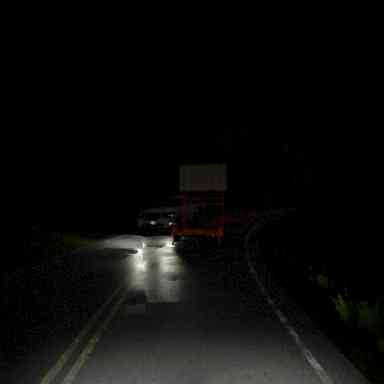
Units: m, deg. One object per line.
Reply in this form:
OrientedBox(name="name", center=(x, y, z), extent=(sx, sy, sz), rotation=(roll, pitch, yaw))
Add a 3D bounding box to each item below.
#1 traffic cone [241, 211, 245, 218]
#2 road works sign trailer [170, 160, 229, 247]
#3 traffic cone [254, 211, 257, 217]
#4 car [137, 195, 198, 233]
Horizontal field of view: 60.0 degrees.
OrientedBox(name="traffic cone", center=(4.235, 1.824, 27.630), extent=(0.340, 0.580, 0.340), rotation=(-3, 0, 18))
OrientedBox(name="road works sign trailer", center=(0.555, 0.415, 15.072), extent=(2.380, 3.560, 2.880), rotation=(-1, 0, 19))
OrientedBox(name="traffic cone", center=(5.182, 1.781, 27.323), extent=(0.340, 0.580, 0.340), rotation=(-3, 0, 18))
OrientedBox(name="car", center=(-1.241, 1.222, 19.799), extent=(2.150, 2.045, 5.566), rotation=(-2, 0, 17))
